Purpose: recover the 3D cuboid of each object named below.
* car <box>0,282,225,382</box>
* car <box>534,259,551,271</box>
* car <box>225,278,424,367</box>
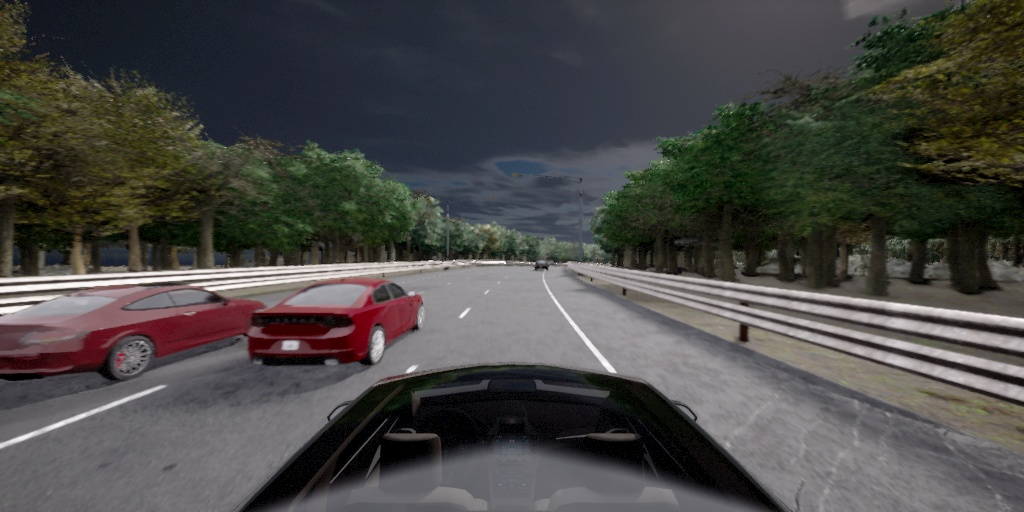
[{"bbox_3d":[-6.855,1.235,6.948,1.812,1.442,4.674,0,0,0],"label":"car"},{"bbox_3d":[4.372,1.371,53.015,1.882,1.535,5.008,0,0,7],"label":"car"},{"bbox_3d":[-3.347,1.210,7.934,1.882,1.535,5.008,0,0,1],"label":"car"}]
